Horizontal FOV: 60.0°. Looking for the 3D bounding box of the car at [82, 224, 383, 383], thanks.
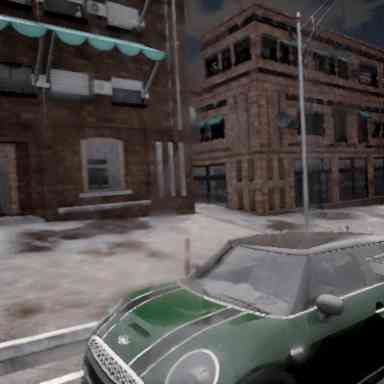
[{"bbox_3d":[1.062,1.355,4.138,4.553,1.767,2.097,0,0,-36],"label":"car"}]
